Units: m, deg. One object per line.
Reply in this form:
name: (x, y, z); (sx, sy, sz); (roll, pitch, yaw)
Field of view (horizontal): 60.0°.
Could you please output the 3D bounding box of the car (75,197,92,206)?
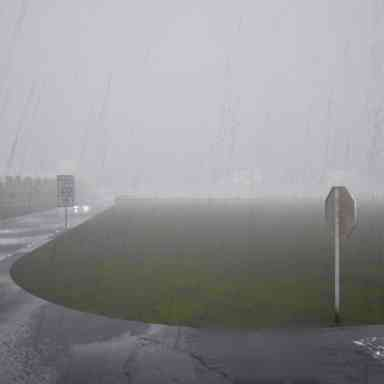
car: (-16.407, 1.337, 50.373); (1.895, 1.301, 4.718); (0, 0, -9)
